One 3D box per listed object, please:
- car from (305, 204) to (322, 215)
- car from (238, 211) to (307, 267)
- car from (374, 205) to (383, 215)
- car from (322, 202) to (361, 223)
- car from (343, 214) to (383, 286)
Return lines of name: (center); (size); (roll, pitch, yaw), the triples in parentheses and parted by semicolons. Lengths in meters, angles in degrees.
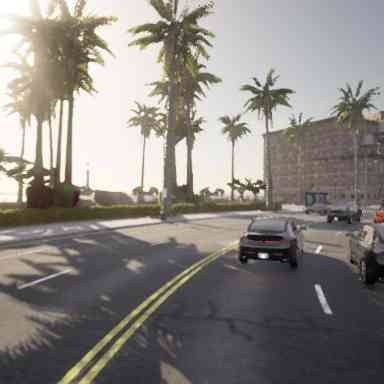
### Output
car: (15.702, 2.128, 41.220); (4.181, 1.385, 1.994); (1, -1, -41)
car: (3.024, 1.666, 12.189); (1.837, 1.490, 4.892); (0, 0, 22)
car: (16.108, 1.748, 26.569); (2.097, 1.767, 4.553); (0, -1, 40)
car: (13.066, 1.907, 28.408); (1.837, 1.490, 4.892); (-1, -1, 40)
car: (5.702, 1.650, 9.559); (1.837, 1.490, 4.892); (0, 0, 19)
